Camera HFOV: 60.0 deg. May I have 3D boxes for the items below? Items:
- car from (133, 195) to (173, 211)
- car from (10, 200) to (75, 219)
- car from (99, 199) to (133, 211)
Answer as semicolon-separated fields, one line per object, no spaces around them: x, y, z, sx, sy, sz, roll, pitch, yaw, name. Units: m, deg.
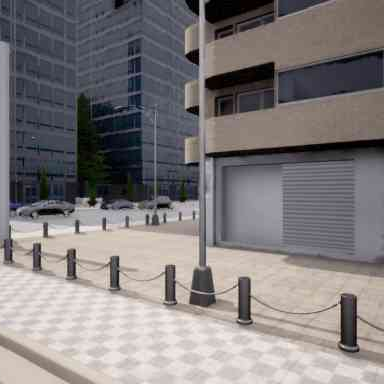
-4.337;1.296;39.612;2.097;1.767;4.553;0;0;36;car
-12.415;1.436;28.422;2.128;1.511;4.902;0;0;36;car
-8.840;1.508;39.355;1.994;1.385;4.181;0;0;36;car
